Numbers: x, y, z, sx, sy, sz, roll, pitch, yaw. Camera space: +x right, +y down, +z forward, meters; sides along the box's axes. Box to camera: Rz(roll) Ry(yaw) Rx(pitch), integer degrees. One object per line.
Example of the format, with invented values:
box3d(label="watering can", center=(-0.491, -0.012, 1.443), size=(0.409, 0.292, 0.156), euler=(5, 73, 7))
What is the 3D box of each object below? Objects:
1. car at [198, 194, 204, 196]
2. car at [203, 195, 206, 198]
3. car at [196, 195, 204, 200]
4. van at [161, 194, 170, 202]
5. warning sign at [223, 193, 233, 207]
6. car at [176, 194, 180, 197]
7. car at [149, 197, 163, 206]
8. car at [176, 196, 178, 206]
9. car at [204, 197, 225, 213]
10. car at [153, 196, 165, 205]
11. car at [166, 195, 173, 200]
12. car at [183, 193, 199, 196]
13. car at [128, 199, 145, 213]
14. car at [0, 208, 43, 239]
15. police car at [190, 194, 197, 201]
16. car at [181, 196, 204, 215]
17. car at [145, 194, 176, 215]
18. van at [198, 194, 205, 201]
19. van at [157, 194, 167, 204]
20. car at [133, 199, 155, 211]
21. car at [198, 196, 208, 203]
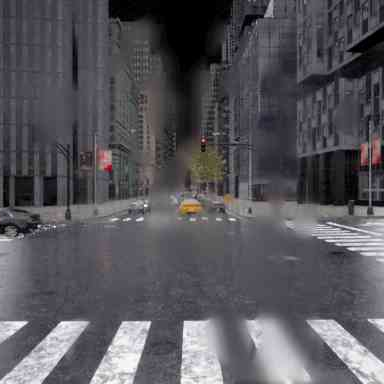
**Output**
box3d(label="car", center=(2.493, 1.567, 62.567), size=(2.008, 1.369, 4.403), euler=(0, 0, 0))
box3d(label="car", center=(2.592, 1.553, 47.251), size=(1.887, 1.381, 4.507), euler=(0, 0, 0))
box3d(label="car", center=(2.288, 1.593, 94.300), size=(2.008, 1.369, 4.403), euler=(0, 0, 0))
box3d(label="van", center=(-6.129, 1.368, 77.527), size=(1.690, 1.788, 3.998), euler=(0, 0, 0))
box3d(label="warning sign", center=(4.912, 1.123, 45.453), size=(1.300, 1.860, 1.060), euler=(0, 0, 0))
box3d(label="car", center=(-3.301, 1.538, 54.617), size=(1.812, 1.442, 4.674), euler=(0, 0, 0))
box3d(label="car", center=(-5.989, 1.579, 55.874), size=(1.947, 1.339, 4.313), euler=(0, 0, 0))
box3d(label="car", center=(-3.247, 1.608, 44.575), size=(1.895, 1.301, 4.718), euler=(0, 0, 0))
box3d(label="car", center=(2.662, 1.556, 36.362), size=(2.008, 1.369, 4.403), euler=(0, 0, 0))
box3d(label="car", center=(-6.023, 1.541, 61.117), size=(1.752, 1.417, 4.829), euler=(0, 0, 0))
box3d(label="car", center=(-6.233, 1.624, 93.766), size=(1.802, 1.307, 4.206), euler=(0, 0, 0))
box3d(label="car", center=(-0.181, 1.510, 64.717), size=(2.128, 1.511, 4.902), euler=(0, 0, -1))
box3d(label="car", center=(-5.863, 1.556, 36.311), size=(2.008, 1.369, 4.403), euler=(0, 0, 0))
box3d(label="car", center=(-10.499, 1.638, 17.575), size=(4.892, 1.490, 1.837), euler=(-2, 0, 0))
box3d(label="police car", center=(0.452, 1.463, 90.537), size=(1.930, 1.638, 5.238), euler=(0, 0, 0))
box3d(label="car", center=(-0.066, 1.482, 33.543), size=(1.882, 1.535, 5.008), euler=(0, 0, 0))
box3d(label="car", center=(-3.183, 1.226, 34.623), size=(2.150, 2.045, 5.566), euler=(0, 0, 0))
box3d(label="van", center=(2.356, 1.373, 83.723), size=(1.690, 1.788, 3.998), euler=(0, 0, 0))
box3d(label="van", center=(-6.059, 1.360, 66.700), size=(1.690, 1.788, 3.998), euler=(0, 0, 0))
box3d(label="car", center=(-5.895, 1.557, 41.303), size=(2.008, 1.369, 4.403), euler=(0, 0, 0))
box3d(label="car", center=(2.425, 1.589, 73.146), size=(1.947, 1.339, 4.313), euler=(0, 0, 0))
